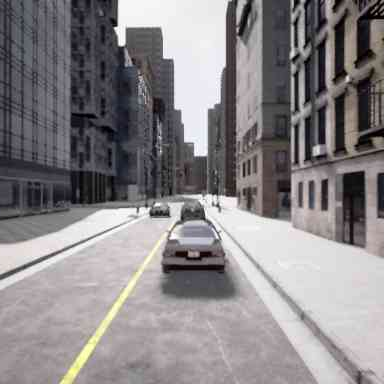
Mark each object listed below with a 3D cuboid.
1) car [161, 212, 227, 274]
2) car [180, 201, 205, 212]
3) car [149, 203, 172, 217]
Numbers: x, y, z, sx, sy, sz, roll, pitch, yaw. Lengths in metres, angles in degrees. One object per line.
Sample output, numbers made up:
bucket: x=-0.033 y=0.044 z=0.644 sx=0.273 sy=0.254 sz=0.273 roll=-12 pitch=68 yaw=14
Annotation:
car: x=0.061 y=1.612 z=10.794 sx=2.033 sy=1.411 sz=5.357 roll=0 pitch=0 yaw=0
car: x=0.071 y=1.534 z=29.624 sx=2.097 sy=1.767 sz=4.553 roll=0 pitch=0 yaw=0
car: x=-3.098 y=1.769 z=33.219 sx=1.994 sy=1.385 sz=4.181 roll=0 pitch=0 yaw=0
